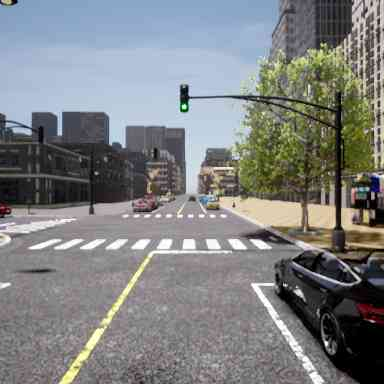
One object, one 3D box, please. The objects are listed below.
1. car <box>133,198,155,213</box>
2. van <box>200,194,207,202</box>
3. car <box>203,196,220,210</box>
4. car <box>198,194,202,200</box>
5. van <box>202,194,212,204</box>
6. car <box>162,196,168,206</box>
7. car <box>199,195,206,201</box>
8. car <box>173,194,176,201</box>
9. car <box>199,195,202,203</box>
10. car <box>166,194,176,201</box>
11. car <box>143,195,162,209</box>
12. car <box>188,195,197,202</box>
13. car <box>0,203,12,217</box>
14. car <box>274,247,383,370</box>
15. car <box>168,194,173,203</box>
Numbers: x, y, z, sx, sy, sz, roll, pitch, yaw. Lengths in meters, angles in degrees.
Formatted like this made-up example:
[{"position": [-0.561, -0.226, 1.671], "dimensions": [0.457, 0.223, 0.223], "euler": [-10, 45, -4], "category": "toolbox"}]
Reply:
[{"position": [-5.646, 1.631, 38.196], "dimensions": [1.802, 1.307, 4.206], "euler": [0, 0, 0], "category": "car"}, {"position": [2.782, 1.449, 82.599], "dimensions": [1.690, 1.788, 3.998], "euler": [0, 0, 0], "category": "van"}, {"position": [2.740, 1.582, 43.911], "dimensions": [1.752, 1.417, 4.829], "euler": [0, 0, 0], "category": "car"}, {"position": [2.769, 1.659, 71.496], "dimensions": [1.947, 1.339, 4.313], "euler": [0, 0, 0], "category": "car"}, {"position": [2.747, 1.404, 49.293], "dimensions": [1.690, 1.788, 3.998], "euler": [0, 0, 0], "category": "van"}, {"position": [-5.629, 1.621, 54.850], "dimensions": [2.008, 1.369, 4.403], "euler": [0, 0, 0], "category": "car"}, {"position": [2.787, 1.641, 88.319], "dimensions": [1.752, 1.417, 4.829], "euler": [0, 0, 0], "category": "car"}, {"position": [-5.600, 1.658, 82.605], "dimensions": [2.008, 1.369, 4.403], "euler": [0, 0, 0], "category": "car"}, {"position": [2.757, 1.629, 60.394], "dimensions": [2.008, 1.369, 4.403], "euler": [0, 0, 0], "category": "car"}, {"position": [-5.594, 1.430, 88.156], "dimensions": [2.192, 1.841, 5.009], "euler": [0, 0, 0], "category": "car"}, {"position": [-5.639, 1.371, 43.748], "dimensions": [2.192, 1.841, 5.009], "euler": [0, 0, 0], "category": "car"}, {"position": [0.085, 1.604, 79.927], "dimensions": [1.837, 1.490, 4.892], "euler": [0, 0, 0], "category": "car"}, {"position": [-17.240, 1.404, 27.212], "dimensions": [4.507, 1.381, 1.887], "euler": [1, -1, -1], "category": "car"}, {"position": [2.701, 1.573, 5.712], "dimensions": [1.947, 1.339, 4.313], "euler": [0, 0, 0], "category": "car"}, {"position": [-5.612, 1.618, 71.333], "dimensions": [1.752, 1.417, 4.829], "euler": [0, 0, 0], "category": "car"}]
